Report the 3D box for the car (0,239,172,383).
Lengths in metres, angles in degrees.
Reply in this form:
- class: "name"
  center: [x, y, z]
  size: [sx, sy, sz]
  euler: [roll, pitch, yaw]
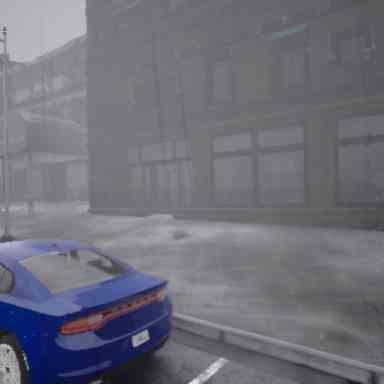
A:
- class: "car"
  center: [-2.607, 1.479, 5.117]
  size: [5.008, 1.535, 2.097]
  euler: [0, 0, 35]
